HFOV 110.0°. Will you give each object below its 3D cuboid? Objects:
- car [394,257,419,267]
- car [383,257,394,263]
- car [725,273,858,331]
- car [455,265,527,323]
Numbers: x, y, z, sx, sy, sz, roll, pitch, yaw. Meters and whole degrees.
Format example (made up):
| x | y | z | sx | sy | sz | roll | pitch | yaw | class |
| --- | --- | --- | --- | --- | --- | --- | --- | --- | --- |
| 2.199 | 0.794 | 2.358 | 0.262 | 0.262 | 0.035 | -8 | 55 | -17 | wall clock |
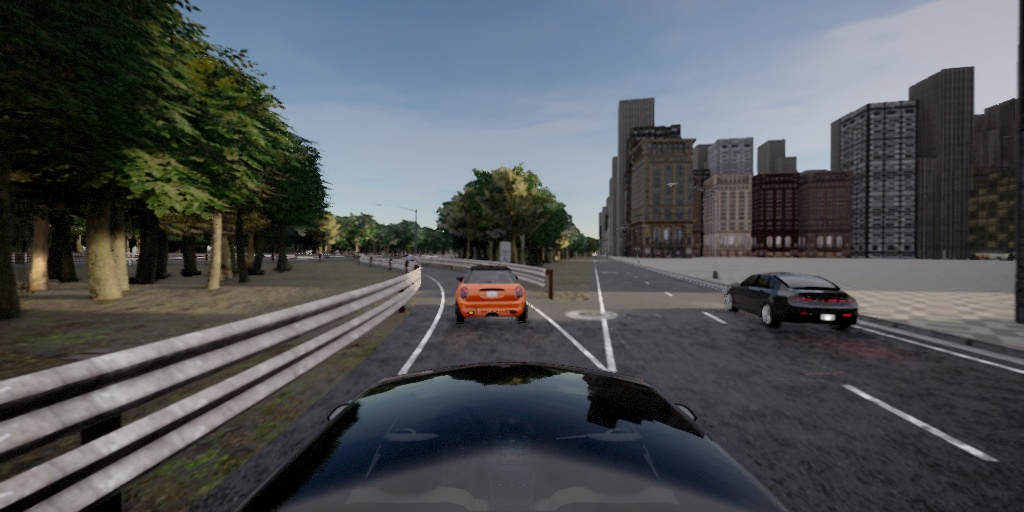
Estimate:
| x | y | z | sx | sy | sz | roll | pitch | yaw | class |
| --- | --- | --- | --- | --- | --- | --- | --- | --- | --- |
| -14.130 | 0.821 | 48.707 | 1.837 | 1.490 | 4.892 | 0 | 1 | -33 | car |
| -19.497 | 0.728 | 57.472 | 1.895 | 1.301 | 4.718 | 0 | 1 | -26 | car |
| 8.366 | 1.269 | 11.255 | 1.837 | 1.490 | 4.892 | 0 | 0 | 13 | car |
| -0.808 | 1.090 | 12.282 | 2.097 | 1.767 | 4.553 | 0 | 0 | -7 | car |
